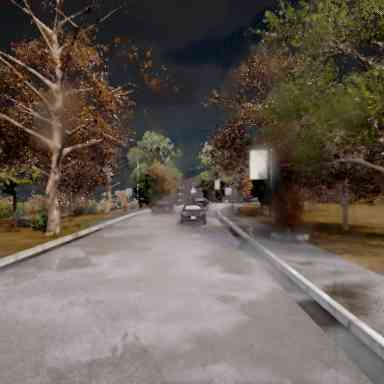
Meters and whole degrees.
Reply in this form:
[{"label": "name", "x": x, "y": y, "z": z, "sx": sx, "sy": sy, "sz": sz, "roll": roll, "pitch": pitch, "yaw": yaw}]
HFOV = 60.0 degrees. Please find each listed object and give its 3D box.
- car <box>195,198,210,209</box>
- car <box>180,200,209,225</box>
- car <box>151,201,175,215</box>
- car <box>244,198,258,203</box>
[{"label": "car", "x": 1.208, "y": 1.522, "z": 42.442, "sx": 2.128, "sy": 1.511, "sz": 4.902, "roll": -1, "pitch": 0, "yaw": 9}, {"label": "car", "x": 0.095, "y": 1.559, "z": 24.560, "sx": 1.812, "sy": 1.442, "sz": 4.674, "roll": 0, "pitch": 0, "yaw": 0}, {"label": "car", "x": -2.993, "y": 1.616, "z": 35.141, "sx": 1.994, "sy": 1.385, "sz": 4.181, "roll": 0, "pitch": 0, "yaw": 4}, {"label": "car", "x": 13.528, "y": 2.005, "z": 72.420, "sx": 5.357, "sy": 1.411, "sz": 2.033, "roll": 6, "pitch": -7, "yaw": -42}]
